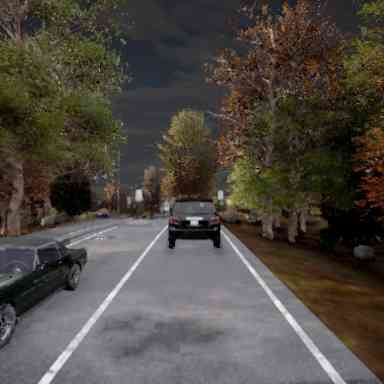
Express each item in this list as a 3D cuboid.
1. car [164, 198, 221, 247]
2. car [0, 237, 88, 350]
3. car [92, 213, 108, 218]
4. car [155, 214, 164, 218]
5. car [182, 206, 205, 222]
[{"bbox_3d":[0.094,1.272,15.369,2.150,2.045,5.566,0,0,0],"label":"car"},{"bbox_3d":[-3.602,1.618,6.335,1.895,1.301,4.718,0,0,0],"label":"car"},{"bbox_3d":[-19.413,5.100,70.390,1.882,1.535,5.008,-1,-5,8],"label":"car"},{"bbox_3d":[-7.029,6.132,83.683,4.674,1.442,1.812,2,-5,-13],"label":"car"},{"bbox_3d":[0.179,2.164,33.274,2.033,1.411,5.357,0,-3,1],"label":"car"}]
